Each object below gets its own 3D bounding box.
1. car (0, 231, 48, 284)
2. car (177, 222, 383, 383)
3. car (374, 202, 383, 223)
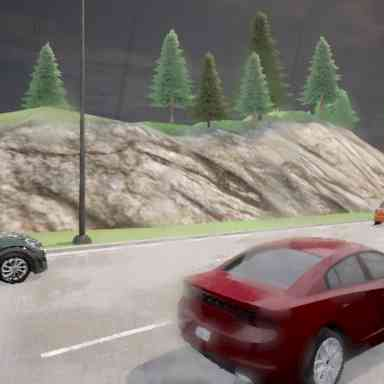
[{"bbox_3d":[-6.015,1.351,8.059,4.553,1.767,2.097,0,0,-36],"label":"car"},{"bbox_3d":[2.135,1.477,5.277,5.008,1.535,1.882,0,0,-36],"label":"car"},{"bbox_3d":[14.398,1.355,22.666,4.553,1.767,2.097,0,0,-36],"label":"car"}]
